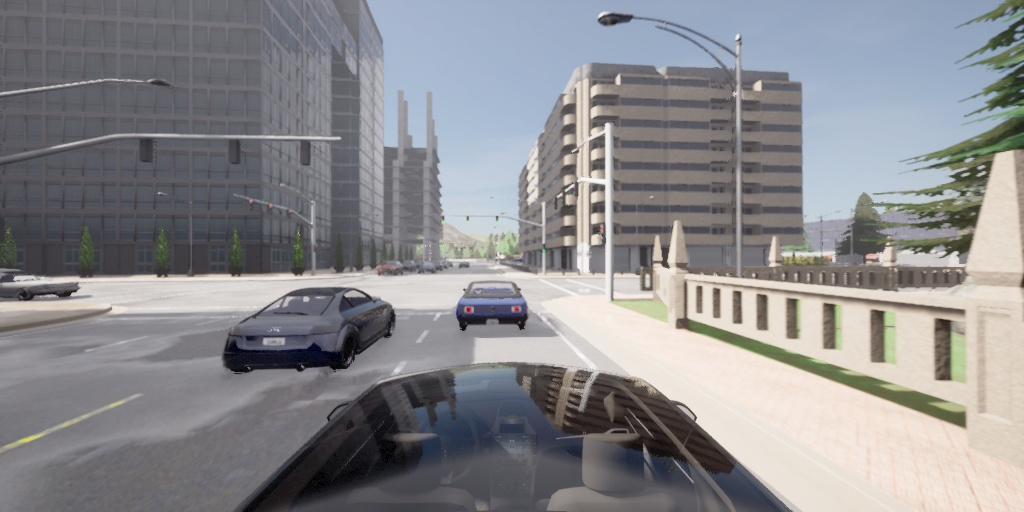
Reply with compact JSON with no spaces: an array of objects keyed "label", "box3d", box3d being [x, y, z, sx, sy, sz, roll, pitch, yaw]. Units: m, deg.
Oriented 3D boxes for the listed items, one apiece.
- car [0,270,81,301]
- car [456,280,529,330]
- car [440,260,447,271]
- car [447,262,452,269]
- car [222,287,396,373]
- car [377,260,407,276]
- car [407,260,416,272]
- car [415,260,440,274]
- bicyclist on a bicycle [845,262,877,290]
[{"label":"car","box3d":[-24.934,1.537,17.907,4.718,1.301,1.895,0,0,-4]},{"label":"car","box3d":[-0.614,1.399,11.324,1.895,1.301,4.718,0,0,-3]},{"label":"car","box3d":[-11.560,1.383,54.458,2.097,1.767,4.553,0,0,-5]},{"label":"car","box3d":[-12.306,1.582,63.591,1.837,1.490,4.892,0,0,-5]},{"label":"car","box3d":[-3.929,1.351,7.726,1.994,1.385,4.181,0,0,-4]},{"label":"car","box3d":[-13.969,1.325,41.423,2.097,1.767,4.553,0,0,-5]},{"label":"car","box3d":[-14.711,1.369,50.243,2.097,1.767,4.553,0,0,-5]},{"label":"car","box3d":[-10.861,1.516,46.363,1.812,1.442,4.674,0,0,-5]},{"label":"bicyclist on a bicycle","box3d":[17.462,1.149,18.057,0.582,1.620,1.656,0,-1,-5]}]
